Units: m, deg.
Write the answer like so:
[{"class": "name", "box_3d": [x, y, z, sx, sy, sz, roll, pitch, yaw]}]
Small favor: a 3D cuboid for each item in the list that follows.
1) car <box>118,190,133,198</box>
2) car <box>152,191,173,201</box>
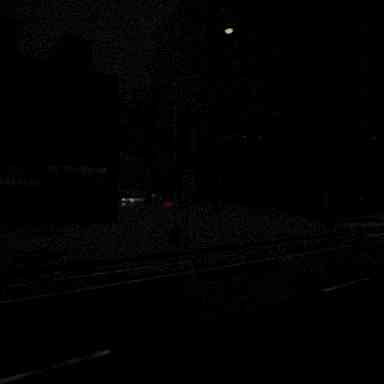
[{"class": "car", "box_3d": [-11.722, 0.296, 56.619, 1.895, 1.301, 4.718, 0, 3, -35]}, {"class": "car", "box_3d": [-4.745, 0.621, 51.544, 1.837, 1.490, 4.892, 0, 3, -35]}]
